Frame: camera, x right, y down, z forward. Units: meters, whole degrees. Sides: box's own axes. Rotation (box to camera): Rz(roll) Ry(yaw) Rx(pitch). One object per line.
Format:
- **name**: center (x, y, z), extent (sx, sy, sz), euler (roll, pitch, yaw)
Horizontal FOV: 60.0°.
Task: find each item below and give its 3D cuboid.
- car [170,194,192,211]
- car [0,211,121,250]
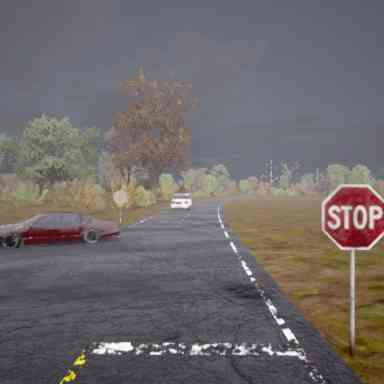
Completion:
- **car**: center (-1.259, 1.224, 40.871), extent (2.150, 2.045, 5.566), euler (0, 0, 5)
- **car**: center (-5.842, 1.552, 14.344), extent (5.357, 1.411, 2.033), euler (0, 0, -26)
